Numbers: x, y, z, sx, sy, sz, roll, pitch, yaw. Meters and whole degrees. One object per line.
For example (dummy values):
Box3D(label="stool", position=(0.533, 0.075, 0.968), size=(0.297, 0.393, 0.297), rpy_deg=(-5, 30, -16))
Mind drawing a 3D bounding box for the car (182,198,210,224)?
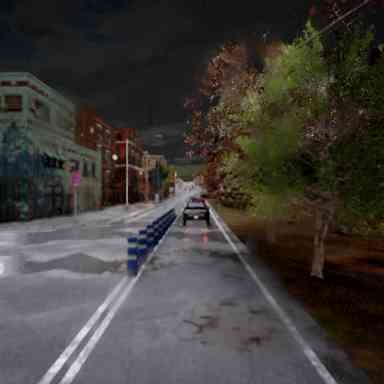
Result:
Box3D(label="car", position=(0.315, 1.448, 24.471), size=(2.128, 1.511, 4.902), rpy_deg=(0, 0, 1))

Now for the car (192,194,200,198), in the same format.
Box3D(label="car", position=(1.051, 1.114, 61.223), size=(2.097, 1.767, 4.553), rpy_deg=(0, 0, 1))
